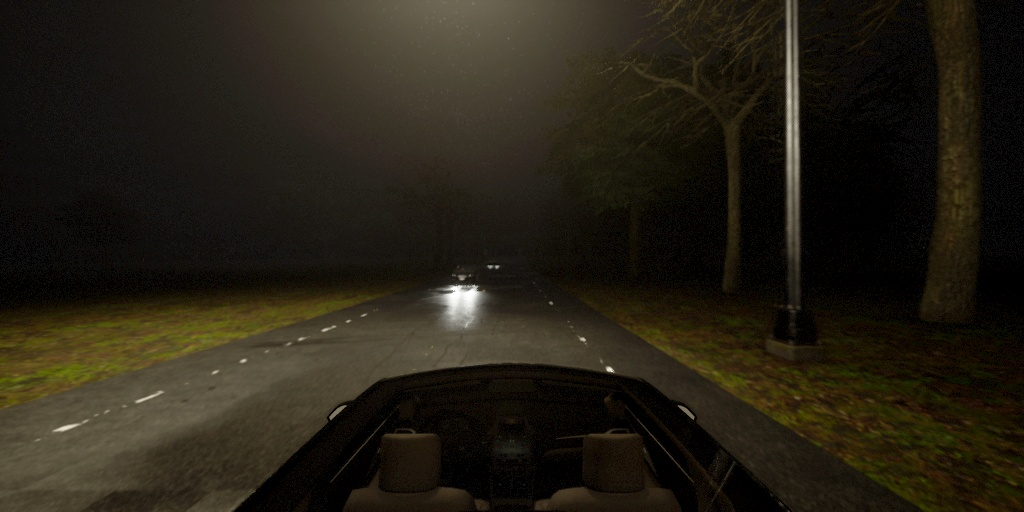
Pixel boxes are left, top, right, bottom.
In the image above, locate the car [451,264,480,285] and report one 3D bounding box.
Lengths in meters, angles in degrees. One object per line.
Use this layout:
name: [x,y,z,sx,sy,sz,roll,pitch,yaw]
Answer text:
car: [-3.582,1.380,28.185,2.128,1.511,4.902,0,0,0]
